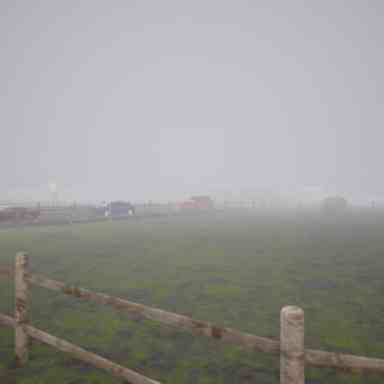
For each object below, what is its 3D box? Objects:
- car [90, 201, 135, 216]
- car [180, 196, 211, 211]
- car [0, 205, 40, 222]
[{"bbox_3d":[-7.995,1.653,33.806,1.882,1.535,5.008,0,0,36],"label":"car"},{"bbox_3d":[0.639,1.533,45.645,2.150,2.045,5.566,0,0,36],"label":"car"},{"bbox_3d":[-14.249,1.685,25.221,1.895,1.301,4.718,0,0,36],"label":"car"}]
